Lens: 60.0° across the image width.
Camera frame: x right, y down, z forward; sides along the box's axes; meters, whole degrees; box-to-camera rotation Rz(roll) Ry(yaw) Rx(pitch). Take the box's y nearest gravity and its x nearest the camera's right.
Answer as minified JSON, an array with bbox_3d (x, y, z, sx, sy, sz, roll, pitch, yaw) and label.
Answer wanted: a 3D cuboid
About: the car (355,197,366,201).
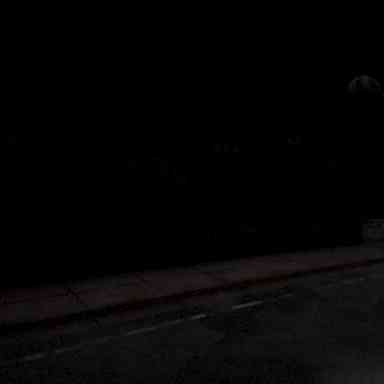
[{"bbox_3d":[28.277,1.663,56.546,2.242,1.667,4.611,0,0,37],"label":"car"}]
